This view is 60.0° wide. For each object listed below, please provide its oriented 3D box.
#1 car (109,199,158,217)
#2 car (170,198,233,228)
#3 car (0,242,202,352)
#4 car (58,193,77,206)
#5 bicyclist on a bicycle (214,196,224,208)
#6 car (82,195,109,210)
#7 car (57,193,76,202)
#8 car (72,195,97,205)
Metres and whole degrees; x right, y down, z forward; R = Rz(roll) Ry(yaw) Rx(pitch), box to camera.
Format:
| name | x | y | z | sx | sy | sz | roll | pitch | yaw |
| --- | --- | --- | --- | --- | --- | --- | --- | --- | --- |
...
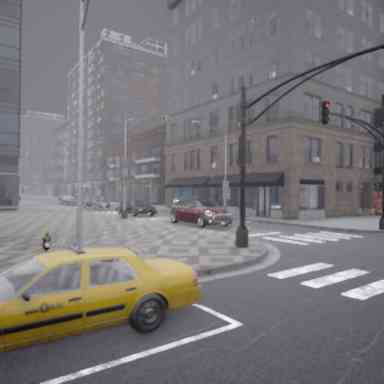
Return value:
| name | x | y | z | sx | sy | sz | roll | pitch | yaw |
| --- | --- | --- | --- | --- | --- | --- | --- | --- | --- |
| car | -4.982 | 1.332 | 28.966 | 2.033 | 1.411 | 5.357 | 1 | 0 | -35 |
| car | 0.530 | 1.222 | 21.150 | 2.097 | 1.767 | 4.553 | 1 | 0 | -35 |
| car | -2.093 | 1.528 | 5.263 | 4.829 | 1.417 | 1.752 | 0 | 0 | -35 |
| car | -16.321 | 1.130 | 45.139 | 1.812 | 1.442 | 4.674 | 1 | 0 | -34 |
| bicyclist on a bicycle | 2.296 | 1.196 | 29.474 | 1.656 | 1.620 | 0.582 | 1 | 0 | -35 |
| car | -10.653 | 1.186 | 37.035 | 2.128 | 1.511 | 4.902 | 1 | 0 | -35 |
| car | -22.383 | 0.999 | 59.221 | 2.128 | 1.511 | 4.902 | 1 | 0 | -35 |
| car | -16.502 | 1.147 | 50.882 | 2.033 | 1.411 | 5.357 | 1 | 0 | -35 |
